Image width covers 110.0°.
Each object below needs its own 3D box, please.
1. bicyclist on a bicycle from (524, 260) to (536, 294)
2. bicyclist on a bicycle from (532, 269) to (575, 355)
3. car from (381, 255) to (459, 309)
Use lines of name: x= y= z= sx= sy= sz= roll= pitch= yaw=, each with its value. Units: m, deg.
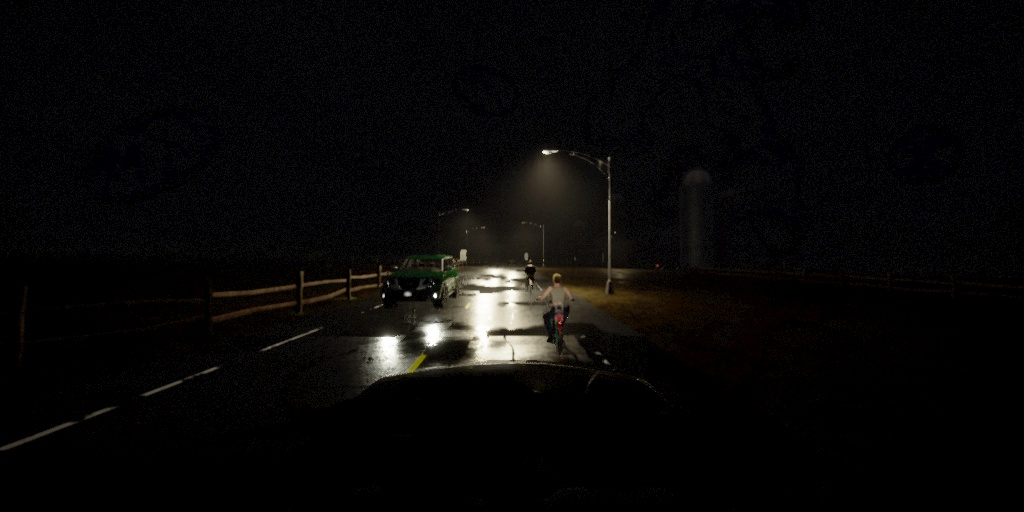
bicyclist on a bicycle: x=0.954 y=1.108 z=18.837 sx=0.659 sy=1.776 sz=1.843 roll=0 pitch=0 yaw=0
bicyclist on a bicycle: x=0.953 y=1.177 z=7.702 sx=0.866 sy=1.612 sz=1.509 roll=0 pitch=0 yaw=0
car: x=-3.609 y=0.957 z=15.171 sx=2.150 sy=2.045 sz=5.566 roll=0 pitch=0 yaw=0
